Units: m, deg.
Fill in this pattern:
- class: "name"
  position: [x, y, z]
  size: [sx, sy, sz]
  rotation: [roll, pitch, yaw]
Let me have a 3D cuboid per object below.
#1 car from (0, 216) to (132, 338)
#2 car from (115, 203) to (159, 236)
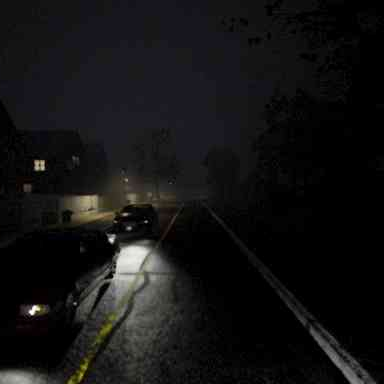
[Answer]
- class: "car"
  position: [-2.851, 1.494, 7.068]
  size: [2.033, 1.411, 5.357]
  rotation: [0, 0, 0]
- class: "car"
  position: [-2.844, 1.360, 17.490]
  size: [2.128, 1.511, 4.902]
  rotation: [0, 0, 0]
